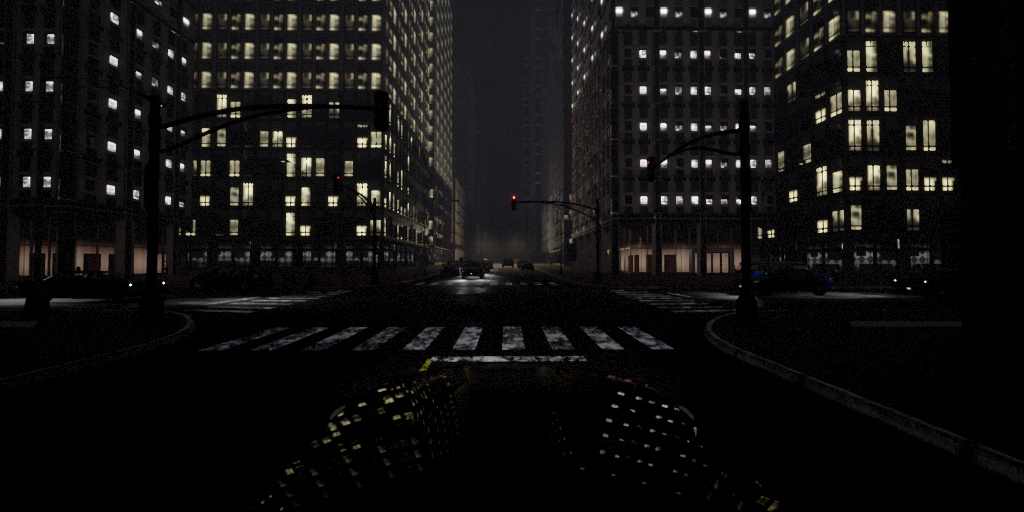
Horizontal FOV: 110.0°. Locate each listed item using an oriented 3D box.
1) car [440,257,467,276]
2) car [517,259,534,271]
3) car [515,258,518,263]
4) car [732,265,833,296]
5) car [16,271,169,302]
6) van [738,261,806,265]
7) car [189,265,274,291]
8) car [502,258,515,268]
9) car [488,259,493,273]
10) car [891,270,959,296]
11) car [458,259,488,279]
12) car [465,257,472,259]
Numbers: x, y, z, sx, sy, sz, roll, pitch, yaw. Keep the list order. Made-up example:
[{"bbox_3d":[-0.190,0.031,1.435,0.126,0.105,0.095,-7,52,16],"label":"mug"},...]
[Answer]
[{"bbox_3d":[-6.172,1.203,37.036,1.967,1.591,4.097,0,0,-1],"label":"car"},{"bbox_3d":[2.054,1.350,48.362,1.802,1.307,4.207,0,0,-1],"label":"car"},{"bbox_3d":[1.900,1.298,59.687,1.751,1.417,4.829,0,0,-1],"label":"car"},{"bbox_3d":[14.518,1.342,19.228,4.674,1.442,1.812,0,-1,-2],"label":"car"},{"bbox_3d":[-18.069,1.301,15.661,4.718,1.301,1.895,0,-1,-1],"label":"car"},{"bbox_3d":[15.710,1.210,21.824,3.998,1.789,1.690,0,0,-1],"label":"van"},{"bbox_3d":[-16.762,1.255,21.453,4.097,1.591,1.967,0,0,-1],"label":"car"},{"bbox_3d":[-0.747,1.126,63.985,2.097,1.767,4.553,0,0,-1],"label":"car"},{"bbox_3d":[-3.667,1.367,43.442,1.895,1.301,4.718,0,0,-1],"label":"car"},{"bbox_3d":[23.562,1.435,19.334,4.718,1.301,1.895,0,-1,-1],"label":"car"},{"bbox_3d":[-3.529,1.266,33.225,1.837,1.490,4.892,0,0,-1],"label":"car"},{"bbox_3d":[-6.325,1.082,48.186,2.192,1.841,5.009,0,0,-1],"label":"car"}]
